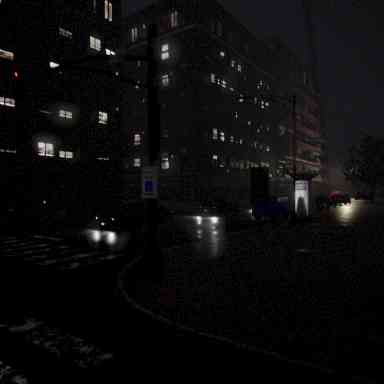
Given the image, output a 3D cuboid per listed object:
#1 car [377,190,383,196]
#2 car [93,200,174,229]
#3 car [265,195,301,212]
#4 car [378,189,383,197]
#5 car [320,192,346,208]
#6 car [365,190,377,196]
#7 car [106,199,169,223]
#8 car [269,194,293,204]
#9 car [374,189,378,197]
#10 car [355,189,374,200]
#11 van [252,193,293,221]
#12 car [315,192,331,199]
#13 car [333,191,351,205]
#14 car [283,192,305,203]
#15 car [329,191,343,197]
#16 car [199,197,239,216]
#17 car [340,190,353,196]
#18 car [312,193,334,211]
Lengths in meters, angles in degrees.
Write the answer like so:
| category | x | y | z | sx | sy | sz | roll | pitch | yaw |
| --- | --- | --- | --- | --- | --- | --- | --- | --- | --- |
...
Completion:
| category | x | y | z | sx | sy | sz | roll | pitch | yaw |
| --- | --- | --- | --- | --- | --- | --- | --- | --- | --- |
| car | 45.135 | 0.315 | 78.889 | 1.802 | 1.307 | 4.206 | 1 | 1 | 36 |
| car | -3.335 | 1.323 | 20.343 | 2.033 | 1.411 | 5.357 | 0 | 1 | 36 |
| car | 9.022 | 1.045 | 32.742 | 1.837 | 1.490 | 4.892 | 0 | 1 | 36 |
| car | 41.851 | 0.356 | 74.289 | 1.887 | 1.381 | 4.507 | 1 | 1 | 36 |
| car | 15.576 | 0.979 | 37.490 | 1.887 | 1.381 | 4.507 | 1 | 1 | 36 |
| car | 44.241 | 0.216 | 82.067 | 1.994 | 1.385 | 4.181 | 0 | 1 | 36 |
| car | -3.804 | 1.283 | 23.909 | 1.887 | 1.381 | 4.507 | 1 | 1 | 36 |
| car | 12.601 | 0.933 | 46.885 | 1.802 | 1.307 | 4.206 | 1 | 1 | 36 |
| car | 31.998 | 0.590 | 60.490 | 1.887 | 1.381 | 4.507 | 1 | 1 | 36 |
| car | 28.714 | 0.564 | 55.888 | 1.967 | 1.590 | 4.097 | 1 | 1 | 36 |
| van | 5.724 | 1.009 | 23.687 | 1.690 | 1.788 | 3.998 | 1 | 1 | 36 |
| car | 25.724 | 0.621 | 65.265 | 1.802 | 1.307 | 4.206 | 1 | 1 | 36 |
| car | 18.861 | 0.923 | 42.091 | 1.947 | 1.339 | 4.313 | 1 | 1 | 36 |
| car | 15.783 | 0.801 | 51.341 | 1.752 | 1.417 | 4.829 | 1 | 1 | 36 |
| car | 32.286 | 0.428 | 74.454 | 1.887 | 1.381 | 4.507 | 1 | 1 | 36 |
| car | 2.418 | 1.165 | 28.398 | 1.812 | 1.442 | 4.674 | 0 | 1 | 35 |
| car | 38.848 | 0.278 | 83.644 | 2.008 | 1.369 | 4.403 | 1 | 1 | 36 |
| car | 12.292 | 1.078 | 32.891 | 1.947 | 1.339 | 4.313 | 1 | 1 | 36 |
